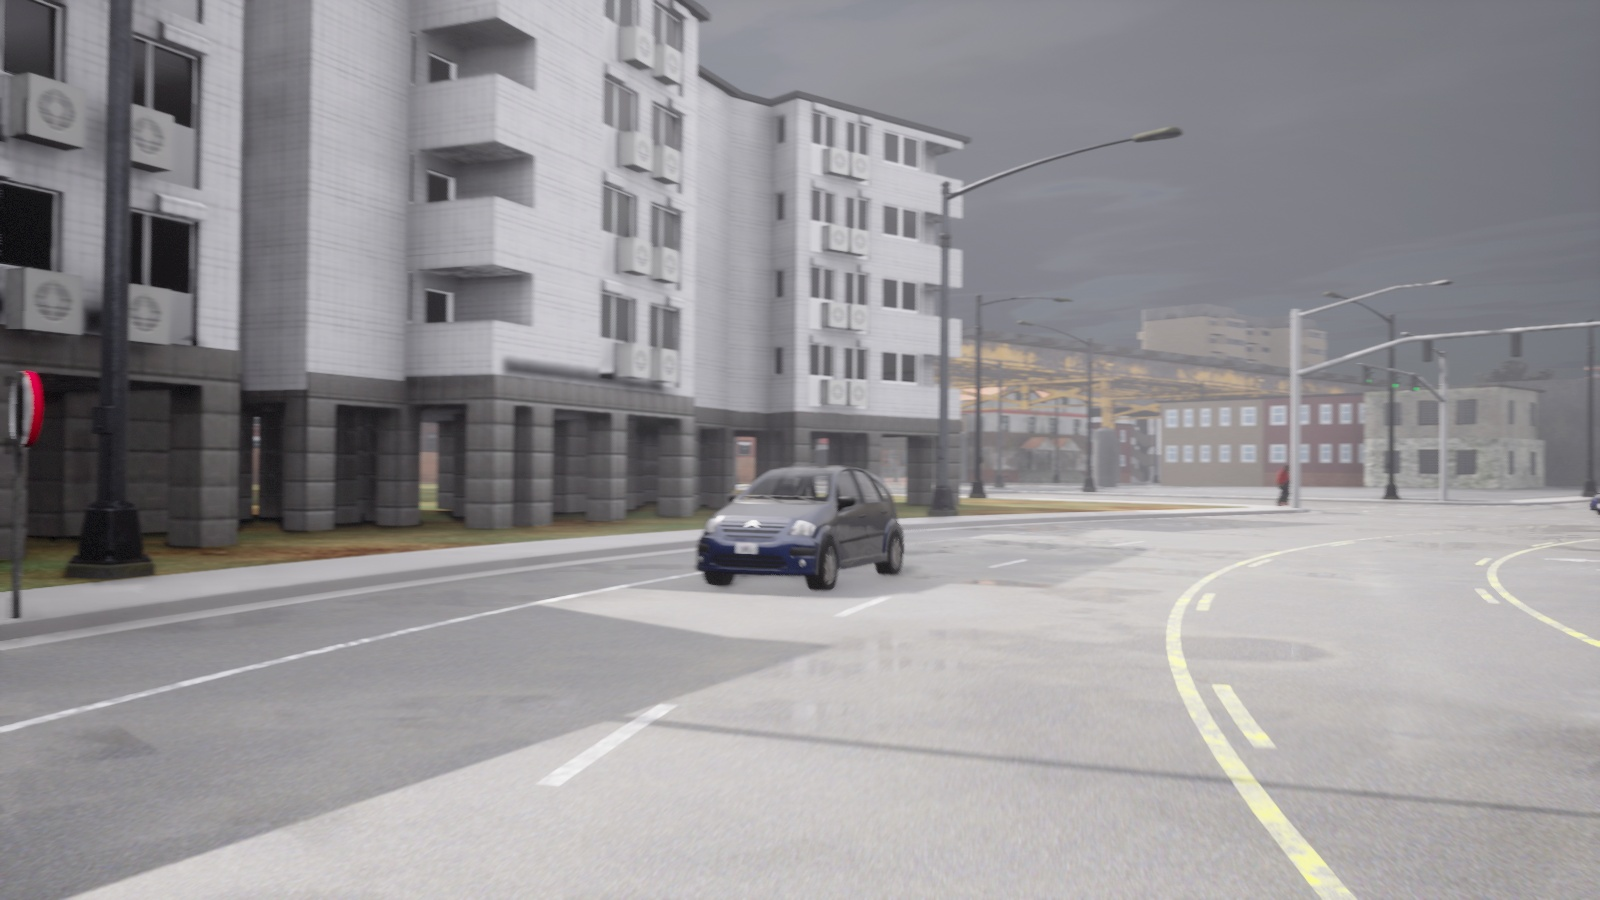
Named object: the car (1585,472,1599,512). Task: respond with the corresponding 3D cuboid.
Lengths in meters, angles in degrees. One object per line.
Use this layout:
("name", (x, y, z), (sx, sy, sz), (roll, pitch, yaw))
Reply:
("car", (31.642, 1.558, 46.436), (4.193, 1.474, 1.816), (0, -1, -5))

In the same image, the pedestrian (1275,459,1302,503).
("pedestrian", (20.601, 1.315, 52.974), (0.634, 1.844, 0.899), (1, -1, -43))

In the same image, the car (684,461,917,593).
("car", (0.145, 0.971, 17.546), (1.851, 1.617, 3.988), (0, -1, 23))
